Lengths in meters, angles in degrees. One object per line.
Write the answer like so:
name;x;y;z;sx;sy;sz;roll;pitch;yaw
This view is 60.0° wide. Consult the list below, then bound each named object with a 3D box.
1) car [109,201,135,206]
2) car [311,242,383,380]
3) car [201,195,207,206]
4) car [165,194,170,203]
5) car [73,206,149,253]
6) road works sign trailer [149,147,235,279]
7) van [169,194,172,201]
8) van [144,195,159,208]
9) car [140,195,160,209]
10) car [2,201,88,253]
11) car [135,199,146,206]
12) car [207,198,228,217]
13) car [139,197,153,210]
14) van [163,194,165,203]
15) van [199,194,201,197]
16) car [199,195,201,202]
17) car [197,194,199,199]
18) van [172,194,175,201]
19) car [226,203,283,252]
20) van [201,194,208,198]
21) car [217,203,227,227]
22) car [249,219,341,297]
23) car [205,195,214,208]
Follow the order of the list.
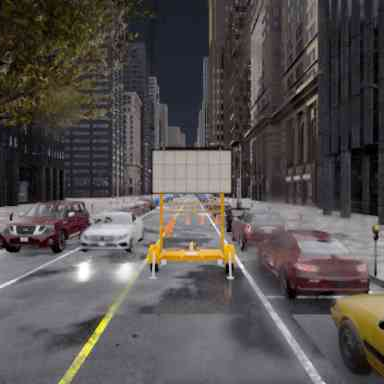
car;-5.769;1.525;25.120;1.752;1.417;4.829;0;0;0
car;2.761;1.525;2.760;1.752;1.417;4.829;0;0;0
car;2.751;1.556;48.011;2.008;1.369;4.403;0;0;0
car;-5.777;1.595;65.032;1.802;1.307;4.206;0;0;0
car;-3.102;1.524;13.803;1.812;1.442;4.674;0;0;0
road works sign trailer;-0.002;0.463;10.000;2.380;3.560;2.880;0;0;0
van;-5.779;1.357;70.710;1.690;1.788;3.998;0;0;0
van;-5.774;1.346;48.000;1.690;1.788;3.998;0;0;0
car;-5.773;1.319;42.322;2.192;1.841;5.009;0;0;0
car;-5.766;1.314;13.935;2.192;1.841;5.009;0;0;0
car;-5.770;1.583;30.968;1.802;1.307;4.206;0;0;0
car;2.755;1.552;30.978;2.008;1.369;4.403;0;0;0
car;-5.771;1.584;36.645;1.802;1.307;4.206;0;0;0
van;-5.775;1.349;53.677;1.690;1.788;3.998;0;0;0
van;2.747;1.354;65.044;1.690;1.788;3.998;0;0;0
car;2.749;1.555;59.366;1.887;1.381;4.507;0;0;0
car;2.745;1.459;76.399;1.967;1.590;4.097;0;0;0
van;-5.782;1.364;82.064;1.690;1.788;3.998;0;0;0
car;2.759;1.439;13.945;1.967;1.590;4.097;0;0;0
van;2.750;1.349;53.689;1.690;1.788;3.998;0;0;0
car;2.758;1.565;19.623;1.947;1.339;4.313;0;0;0
car;2.760;1.581;8.267;1.802;1.307;4.206;0;0;0
car;2.754;1.442;36.655;1.967;1.590;4.097;0;0;0
